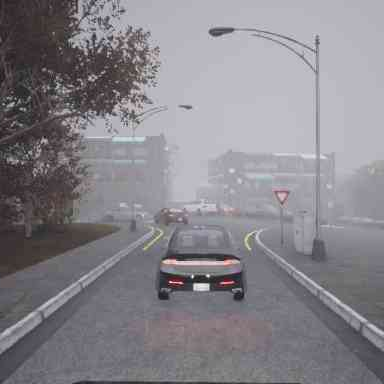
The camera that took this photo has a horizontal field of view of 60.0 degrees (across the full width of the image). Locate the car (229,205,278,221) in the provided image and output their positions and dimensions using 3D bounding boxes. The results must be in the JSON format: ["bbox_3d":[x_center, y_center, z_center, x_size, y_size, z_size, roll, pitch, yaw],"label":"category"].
[{"bbox_3d":[7.100,2.581,37.969,4.718,1.301,1.895,5,-2,-10],"label":"car"}]

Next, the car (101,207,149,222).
[{"bbox_3d":[-6.537,2.160,32.610,4.674,1.442,1.812,-2,-1,5],"label":"car"}]

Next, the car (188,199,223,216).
[{"bbox_3d":[0.907,1.943,41.995,2.435,2.045,5.566,1,-2,-31],"label":"car"}]

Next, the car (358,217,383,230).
[{"bbox_3d":[23.655,4.155,41.311,4.718,1.301,1.895,5,-2,-11],"label":"car"}]

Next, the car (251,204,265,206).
[{"bbox_3d":[6.734,2.471,43.221,2.185,1.767,4.553,6,-3,-32],"label":"car"}]

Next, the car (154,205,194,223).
[{"bbox_3d":[-1.777,1.983,27.972,1.812,1.442,4.674,0,-1,-22],"label":"car"}]

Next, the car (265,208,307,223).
[{"bbox_3d":[12.535,3.160,44.618,1.946,1.575,5.366,6,-3,-31],"label":"car"}]

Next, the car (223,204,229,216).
[{"bbox_3d":[3.773,2.227,42.653,2.185,1.767,4.553,4,-3,-32],"label":"car"}]

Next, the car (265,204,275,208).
[{"bbox_3d":[9.718,2.632,43.849,2.435,2.045,5.566,7,-3,-32],"label":"car"}]

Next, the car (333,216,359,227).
[{"bbox_3d":[21.473,4.049,46.207,2.002,1.452,4.674,6,-3,-31],"label":"car"}]

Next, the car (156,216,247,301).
[{"bbox_3d":[0.215,1.582,8.551,2.128,1.511,4.902,0,-1,1],"label":"car"}]

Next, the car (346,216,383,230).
[{"bbox_3d":[24.431,4.331,46.791,2.002,1.452,4.674,7,-3,-31],"label":"car"}]

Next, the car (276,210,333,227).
[{"bbox_3d":[11.809,2.890,34.977,4.718,1.301,1.895,6,-2,-11],"label":"car"}]
